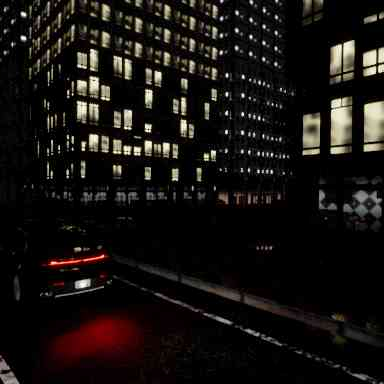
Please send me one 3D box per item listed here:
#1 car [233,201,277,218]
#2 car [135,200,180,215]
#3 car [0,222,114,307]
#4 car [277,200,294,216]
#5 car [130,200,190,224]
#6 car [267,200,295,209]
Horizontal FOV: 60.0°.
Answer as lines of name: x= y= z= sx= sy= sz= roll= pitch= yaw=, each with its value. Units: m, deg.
car: x=6.256 y=1.833 z=33.925 sx=4.829 sy=1.417 sz=1.752 roll=1 pitch=0 yaw=-40
car: x=-3.716 y=1.648 z=36.490 sx=4.829 sy=1.417 sz=1.752 roll=1 pitch=0 yaw=-40
car: x=-3.668 y=1.501 z=8.166 sx=1.837 sy=1.490 sz=4.892 roll=0 pitch=0 yaw=-41
car: x=10.443 y=1.936 z=37.445 sx=4.206 sy=1.307 sz=1.802 roll=1 pitch=0 yaw=-40
car: x=-2.506 y=1.524 z=26.557 sx=5.009 sy=1.841 sz=2.192 roll=1 pitch=0 yaw=-40
car: x=13.678 y=1.882 z=51.111 sx=4.313 sy=1.339 sz=1.947 roll=1 pitch=0 yaw=-40
